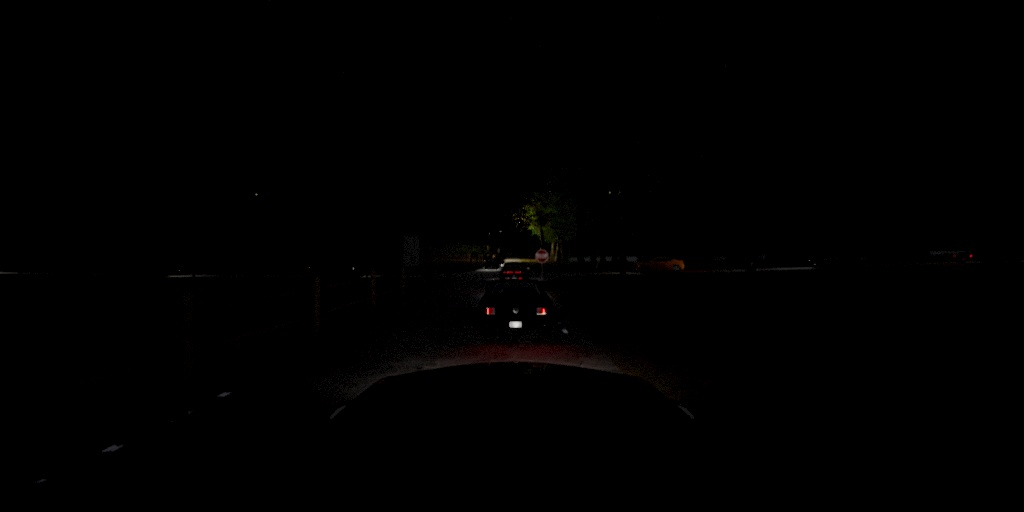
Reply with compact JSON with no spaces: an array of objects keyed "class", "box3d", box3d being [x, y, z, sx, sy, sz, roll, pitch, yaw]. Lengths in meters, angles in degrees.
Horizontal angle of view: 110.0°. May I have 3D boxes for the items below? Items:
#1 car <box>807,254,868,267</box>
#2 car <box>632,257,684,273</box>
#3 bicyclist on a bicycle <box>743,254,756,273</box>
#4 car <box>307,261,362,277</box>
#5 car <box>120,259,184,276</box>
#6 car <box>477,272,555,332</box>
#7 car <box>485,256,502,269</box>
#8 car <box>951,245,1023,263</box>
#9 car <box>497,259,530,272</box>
[{"class":"car","box3d":[32.722,0.439,36.136,4.718,1.301,1.895,-2,-1,0]},{"class":"car","box3d":[14.646,0.862,36.135,5.008,1.535,1.882,-2,-1,0]},{"class":"bicyclist on a bicycle","box3d":[19.970,0.639,30.150,0.582,1.620,1.656,-1,0,0]},{"class":"car","box3d":[-16.373,1.160,33.186,4.674,1.442,1.812,0,-1,0]},{"class":"car","box3d":[-33.208,1.071,33.192,4.892,1.490,1.837,1,-1,0]},{"class":"car","box3d":[0.111,1.321,10.682,1.895,1.301,4.718,0,0,0]},{"class":"car","box3d":[-2.707,1.048,49.686,1.812,1.442,4.674,0,1,0]},{"class":"car","box3d":[44.116,-0.039,33.248,4.718,1.301,1.895,-2,-1,0]},{"class":"car","box3d":[0.148,1.169,24.453,1.837,1.490,4.892,0,0,0]}]
